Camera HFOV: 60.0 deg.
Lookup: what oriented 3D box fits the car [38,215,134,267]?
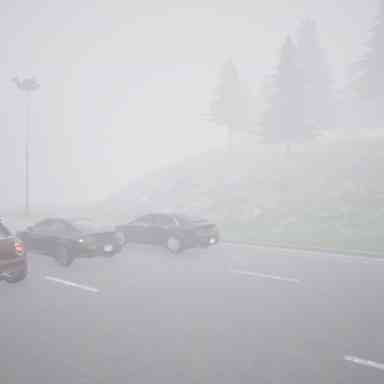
[{"bbox_3d":[-4.392,1.518,11.390,4.674,1.442,1.812,0,0,36],"label":"car"}]

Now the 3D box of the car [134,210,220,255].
[{"bbox_3d":[-1.231,1.499,13.424,4.892,1.490,1.837,0,0,36],"label":"car"}]

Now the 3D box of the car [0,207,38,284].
[{"bbox_3d":[-6.170,1.345,8.357,4.553,1.767,2.097,0,0,36],"label":"car"}]
